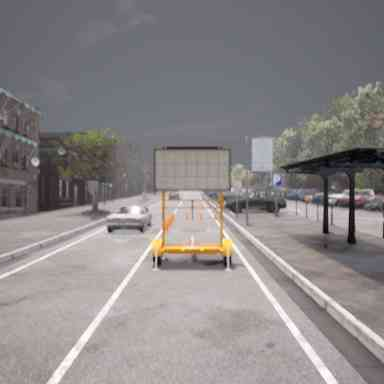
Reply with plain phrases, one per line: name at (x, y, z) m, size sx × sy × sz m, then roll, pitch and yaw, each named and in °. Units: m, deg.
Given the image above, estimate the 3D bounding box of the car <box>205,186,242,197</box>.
car at (5.742, 0.317, 61.099) m, size 5.566 × 2.045 × 2.435 m, roll 0°, pitch 1°, yaw 0°

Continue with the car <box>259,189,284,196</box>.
car at (18.663, 0.174, 78.321) m, size 5.366 × 1.575 × 1.946 m, roll 0°, pitch 1°, yaw 0°

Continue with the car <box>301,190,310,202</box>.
car at (19.036, 0.832, 47.791) m, size 5.366 × 1.575 × 1.946 m, roll 0°, pitch 1°, yaw 0°

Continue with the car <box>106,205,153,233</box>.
car at (-3.326, 1.396, 18.359) m, size 1.895 × 1.301 × 4.718 m, roll 0°, pitch 1°, yaw 0°

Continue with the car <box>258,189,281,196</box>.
car at (18.854, 0.115, 81.097) m, size 4.892 × 1.521 × 2.231 m, roll 0°, pitch 1°, yaw 0°

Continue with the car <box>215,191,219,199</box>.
car at (5.767, 0.936, 41.477) m, size 5.008 × 1.535 × 2.097 m, roll 0°, pitch 1°, yaw 0°

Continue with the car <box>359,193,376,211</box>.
car at (18.860, 1.091, 31.136) m, size 4.892 × 1.521 × 2.231 m, roll 0°, pitch 1°, yaw 0°

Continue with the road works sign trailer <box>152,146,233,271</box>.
road works sign trailer at (0.017, 0.366, 10.546) m, size 2.380 × 3.560 × 2.880 m, roll 0°, pitch 1°, yaw 1°

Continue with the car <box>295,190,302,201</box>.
car at (18.822, 0.818, 50.563) m, size 4.792 × 1.488 × 2.163 m, roll 0°, pitch 1°, yaw 0°

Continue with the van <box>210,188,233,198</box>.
van at (5.886, 0.215, 66.706) m, size 4.442 × 1.987 × 1.878 m, roll 0°, pitch 1°, yaw 0°

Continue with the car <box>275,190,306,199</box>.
car at (19.036, 0.490, 64.445) m, size 5.366 × 1.575 × 1.946 m, roll 0°, pitch 1°, yaw 0°

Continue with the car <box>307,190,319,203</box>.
car at (18.847, 0.881, 45.014) m, size 5.008 × 1.535 × 2.097 m, roll 0°, pitch 1°, yaw 0°

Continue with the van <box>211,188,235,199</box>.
van at (5.887, 0.279, 63.903) m, size 4.442 × 1.987 × 1.878 m, roll 0°, pitch 1°, yaw 0°

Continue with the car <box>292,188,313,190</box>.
car at (18.822, 0.426, 56.114) m, size 5.566 × 2.045 × 2.435 m, roll 0°, pitch 1°, yaw 0°

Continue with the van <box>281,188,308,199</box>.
van at (18.967, 0.330, 61.666) m, size 4.442 × 1.987 × 1.878 m, roll 0°, pitch 1°, yaw 0°

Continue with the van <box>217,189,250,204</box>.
van at (5.889, 0.620, 47.081) m, size 4.442 × 1.987 × 1.878 m, roll 0°, pitch 1°, yaw 0°

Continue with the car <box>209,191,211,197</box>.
car at (5.777, 0.690, 55.498) m, size 4.892 × 1.521 × 2.231 m, roll 0°, pitch 1°, yaw 0°

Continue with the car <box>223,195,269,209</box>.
car at (5.776, 1.059, 35.871) m, size 4.674 × 1.452 × 2.002 m, roll 0°, pitch 1°, yaw 0°

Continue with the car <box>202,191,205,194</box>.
car at (5.740, -0.066, 77.916) m, size 5.566 × 2.045 × 2.435 m, roll 0°, pitch 1°, yaw 0°

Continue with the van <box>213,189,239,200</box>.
van at (5.887, 0.406, 58.300) m, size 4.442 × 1.987 × 1.878 m, roll 0°, pitch 1°, yaw 0°

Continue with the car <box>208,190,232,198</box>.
car at (5.763, 0.378, 69.514) m, size 4.892 × 1.521 × 2.231 m, roll 0°, pitch 1°, yaw 0°

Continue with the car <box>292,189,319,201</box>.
car at (18.880, 0.763, 53.345) m, size 4.792 × 1.488 × 2.163 m, roll 0°, pitch 1°, yaw 0°

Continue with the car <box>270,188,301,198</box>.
car at (18.878, 0.178, 67.215) m, size 5.566 × 2.045 × 2.435 m, roll 0°, pitch 1°, yaw 0°

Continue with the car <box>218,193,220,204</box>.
car at (5.588, 1.058, 33.068) m, size 5.366 × 1.575 × 1.946 m, roll 0°, pitch 1°, yaw 0°

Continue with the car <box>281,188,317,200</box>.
car at (18.879, 0.368, 58.890) m, size 5.566 × 2.045 × 2.435 m, roll 0°, pitch 1°, yaw 0°

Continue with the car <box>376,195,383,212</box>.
car at (18.883, 1.161, 28.361) m, size 4.792 × 1.488 × 2.163 m, roll 0°, pitch 1°, yaw 0°

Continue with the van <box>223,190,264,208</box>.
van at (5.890, 0.752, 38.670) m, size 4.442 × 1.987 × 1.878 m, roll 0°, pitch 1°, yaw 0°

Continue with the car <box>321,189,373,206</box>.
car at (18.824, 0.715, 39.459) m, size 5.566 × 2.045 × 2.435 m, roll 0°, pitch 1°, yaw 0°

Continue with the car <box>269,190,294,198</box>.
car at (18.820, 0.396, 69.996) m, size 4.792 × 1.488 × 2.163 m, roll 0°, pitch 1°, yaw 0°

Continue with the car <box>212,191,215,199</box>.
car at (5.801, 0.829, 49.888) m, size 4.792 × 1.488 × 2.163 m, roll 0°, pitch 1°, yaw 0°

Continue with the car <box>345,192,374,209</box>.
car at (18.858, 1.049, 33.911) m, size 5.008 × 1.535 × 2.097 m, roll 0°, pitch 1°, yaw 0°

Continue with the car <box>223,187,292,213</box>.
car at (5.745, 0.852, 30.261) m, size 5.566 × 2.045 × 2.435 m, roll 0°, pitch 1°, yaw 0°

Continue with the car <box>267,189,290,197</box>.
car at (18.880, 0.178, 72.769) m, size 4.553 × 1.767 × 2.185 m, roll 0°, pitch 1°, yaw 0°

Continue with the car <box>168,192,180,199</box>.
car at (-3.230, 0.633, 60.929) m, size 1.994 × 1.385 × 4.181 m, roll 0°, pitch 1°, yaw 1°

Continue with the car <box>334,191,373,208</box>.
car at (18.858, 1.008, 36.687) m, size 5.008 × 1.535 × 2.097 m, roll 0°, pitch 1°, yaw 0°

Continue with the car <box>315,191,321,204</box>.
car at (18.846, 0.926, 42.236) m, size 4.892 × 1.521 × 2.231 m, roll 0°, pitch 1°, yaw 0°
